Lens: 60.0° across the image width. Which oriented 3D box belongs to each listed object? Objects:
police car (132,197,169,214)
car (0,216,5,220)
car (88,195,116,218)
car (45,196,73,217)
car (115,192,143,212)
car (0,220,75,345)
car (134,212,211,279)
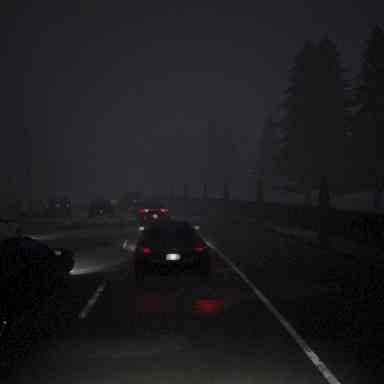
[{"bbox_3d":[-2.892,1.377,23.649,2.038,1.542,4.974,0,0,-13],"label":"police car"},{"bbox_3d":[-7.922,1.469,12.251,1.812,1.442,4.674,0,0,-7],"label":"car"},{"bbox_3d":[-7.790,1.332,28.468,1.882,1.535,5.008,0,0,-15],"label":"car"},{"bbox_3d":[-12.004,1.204,30.201,2.097,1.767,4.553,0,0,-18],"label":"car"},{"bbox_3d":[-6.670,1.033,36.342,2.150,2.045,5.566,0,0,-20],"label":"car"},{"bbox_3d":[-3.733,1.519,6.012,2.033,1.411,5.357,0,0,-4],"label":"car"},{"bbox_3d":[-0.650,1.510,9.944,1.994,1.385,4.181,0,0,-6],"label":"car"}]
